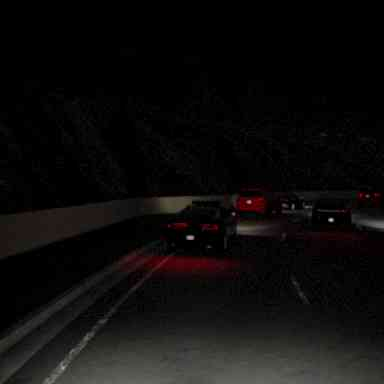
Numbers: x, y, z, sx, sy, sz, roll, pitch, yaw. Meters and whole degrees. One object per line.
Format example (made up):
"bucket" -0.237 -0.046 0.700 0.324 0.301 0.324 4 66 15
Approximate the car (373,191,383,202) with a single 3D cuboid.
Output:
"car" 26.729 0.604 44.897 4.181 1.385 1.994 0 1 -24

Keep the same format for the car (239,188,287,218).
"car" 4.959 0.690 24.085 2.150 2.045 5.566 1 1 28

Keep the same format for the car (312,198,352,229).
"car" 7.730 1.089 18.439 2.128 1.511 4.902 1 1 23

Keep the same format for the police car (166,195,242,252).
"police car" 0.579 1.138 12.732 1.930 1.638 5.238 0 1 14

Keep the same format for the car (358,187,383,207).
"car" 19.559 0.467 35.111 5.566 2.045 2.150 -1 1 -43

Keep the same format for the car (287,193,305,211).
"car" 8.811 0.839 30.330 1.837 1.490 4.892 1 2 36
